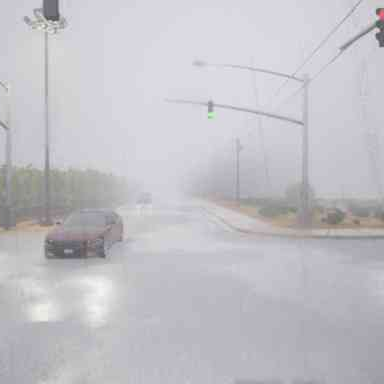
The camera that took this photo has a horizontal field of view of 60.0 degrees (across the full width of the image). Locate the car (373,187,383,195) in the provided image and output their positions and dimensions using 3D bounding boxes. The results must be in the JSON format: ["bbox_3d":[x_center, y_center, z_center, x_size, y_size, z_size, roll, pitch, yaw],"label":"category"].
[{"bbox_3d":[42.590,-0.212,75.386,1.905,1.878,3.866,9,8,41],"label":"car"}]

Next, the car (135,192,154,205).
[{"bbox_3d":[-5.913,0.799,41.646,1.837,1.490,4.892,0,3,-5],"label":"car"}]

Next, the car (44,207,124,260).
[{"bbox_3d":[-3.730,1.376,12.245,1.882,1.535,5.008,0,2,-2],"label":"car"}]
